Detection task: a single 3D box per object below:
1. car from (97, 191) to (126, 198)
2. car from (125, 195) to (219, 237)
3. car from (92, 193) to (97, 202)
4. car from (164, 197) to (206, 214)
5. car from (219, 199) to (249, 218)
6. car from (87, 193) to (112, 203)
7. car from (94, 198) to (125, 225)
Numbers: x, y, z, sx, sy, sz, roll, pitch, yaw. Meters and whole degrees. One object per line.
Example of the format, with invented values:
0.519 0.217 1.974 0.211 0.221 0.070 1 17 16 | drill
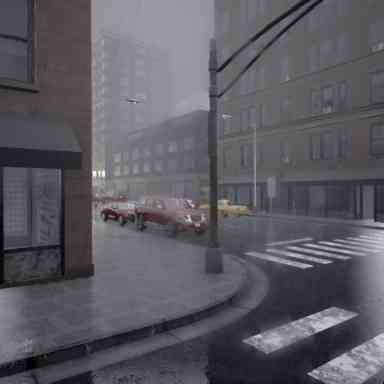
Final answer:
-10.385 0.719 44.250 2.192 1.841 5.009 1 0 -36 | car
-1.211 1.140 17.060 2.192 1.841 5.009 1 0 -36 | car
-14.281 0.884 45.147 1.837 1.490 4.892 0 1 -35 | car
-0.739 1.206 30.934 1.802 1.307 4.206 1 0 -36 | car
2.378 1.225 26.632 1.752 1.417 4.829 1 0 -36 | car
-13.605 0.886 48.690 2.008 1.369 4.403 1 0 -36 | car
-4.431 1.289 21.500 1.887 1.381 4.507 1 0 -36 | car
